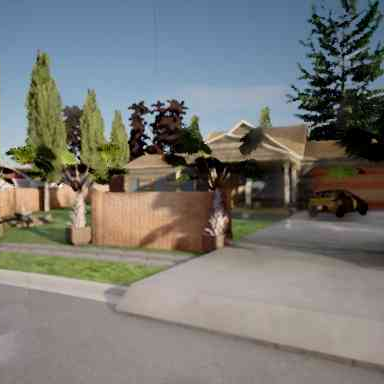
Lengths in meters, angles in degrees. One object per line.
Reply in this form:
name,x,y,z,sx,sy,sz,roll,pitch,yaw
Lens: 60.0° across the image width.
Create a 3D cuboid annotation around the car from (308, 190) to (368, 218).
car,8.172,0.619,18.563,4.193,1.474,1.816,0,-3,-40
